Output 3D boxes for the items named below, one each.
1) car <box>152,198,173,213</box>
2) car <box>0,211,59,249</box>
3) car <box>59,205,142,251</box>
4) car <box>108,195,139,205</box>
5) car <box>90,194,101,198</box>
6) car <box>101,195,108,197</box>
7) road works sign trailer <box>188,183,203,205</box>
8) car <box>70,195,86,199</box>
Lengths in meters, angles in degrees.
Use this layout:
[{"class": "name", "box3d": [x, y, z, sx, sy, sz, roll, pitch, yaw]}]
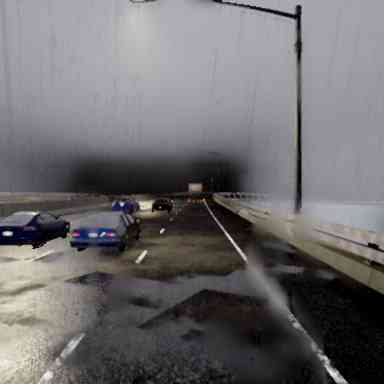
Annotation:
[{"class": "car", "box3d": [-3.150, 1.358, 35.845, 1.882, 1.535, 5.008, 0, 0, 1]}, {"class": "car", "box3d": [-6.853, 1.516, 14.423, 1.994, 1.385, 4.181, 0, 0, 0]}, {"class": "car", "box3d": [-3.358, 1.501, 13.851, 2.033, 1.411, 5.357, 0, 0, 0]}, {"class": "car", "box3d": [-6.674, 1.240, 33.865, 2.097, 1.767, 4.553, 0, 0, 1]}, {"class": "car", "box3d": [-20.083, 1.218, 70.370, 1.882, 1.535, 5.008, 0, 0, 1]}, {"class": "car", "box3d": [-16.631, 1.279, 68.463, 1.812, 1.442, 4.674, 0, 0, 1]}, {"class": "road works sign trailer", "box3d": [0.565, 0.276, 55.016, 2.380, 3.560, 2.880, 0, 0, 1]}, {"class": "car", "box3d": [-23.618, 1.292, 69.068, 2.033, 1.411, 5.357, 0, 0, 1]}]
